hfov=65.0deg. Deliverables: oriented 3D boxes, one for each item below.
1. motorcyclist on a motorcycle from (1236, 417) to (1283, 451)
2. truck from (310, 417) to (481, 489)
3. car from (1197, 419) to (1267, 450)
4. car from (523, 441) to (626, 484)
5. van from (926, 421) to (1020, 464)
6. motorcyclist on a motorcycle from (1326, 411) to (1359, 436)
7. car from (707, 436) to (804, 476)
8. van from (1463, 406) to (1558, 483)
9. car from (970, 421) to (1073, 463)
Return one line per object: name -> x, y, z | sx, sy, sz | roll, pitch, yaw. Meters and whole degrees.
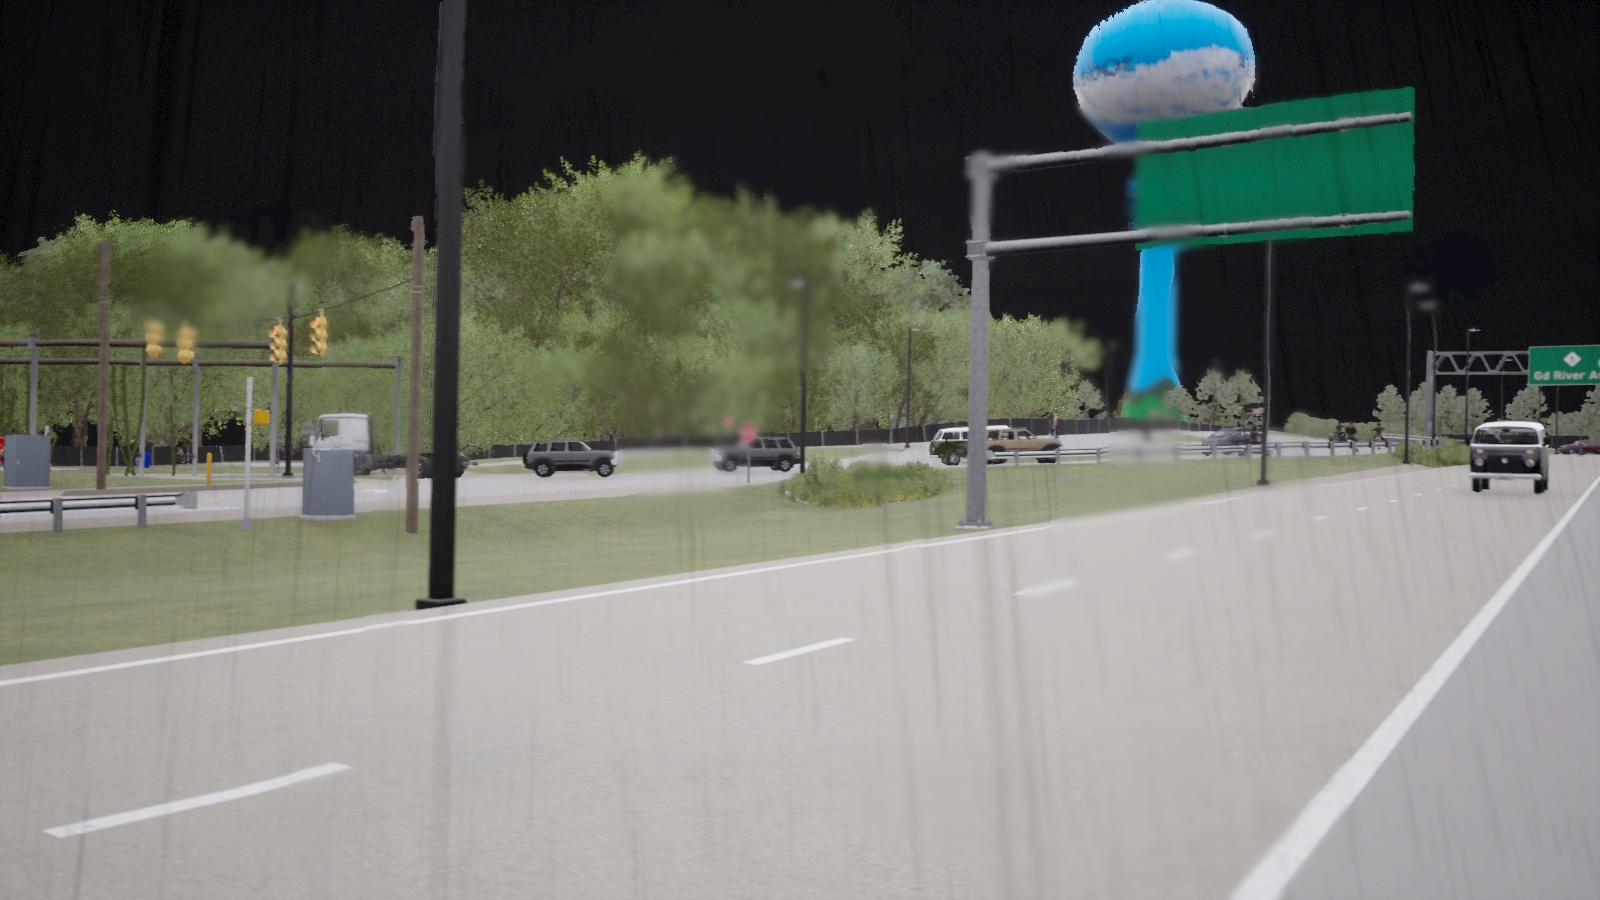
motorcyclist on a motorcycle -> 23.802, -0.826, 65.052 | 2.350, 1.649, 0.766 | -2, 0, -22
truck -> -21.118, 0.177, 65.872 | 7.936, 3.462, 2.891 | -2, -1, 3
car -> 23.921, -0.874, 69.548 | 3.705, 1.549, 1.789 | -3, 2, -35
car -> -10.635, 0.573, 59.567 | 4.605, 1.855, 1.932 | -2, 0, -5
van -> 9.109, -0.385, 66.273 | 4.480, 2.038, 2.069 | -3, 0, -5
motorcyclist on a motorcycle -> 36.668, -1.814, 84.847 | 2.350, 1.649, 0.766 | -2, 1, -30
car -> -2.287, 0.270, 64.833 | 4.605, 1.855, 1.932 | -2, 2, -18
van -> 20.330, -0.183, 35.844 | 2.069, 2.038, 4.480 | 0, 1, 33
car -> 10.999, -0.398, 62.465 | 4.605, 1.855, 1.932 | -3, 0, -5
